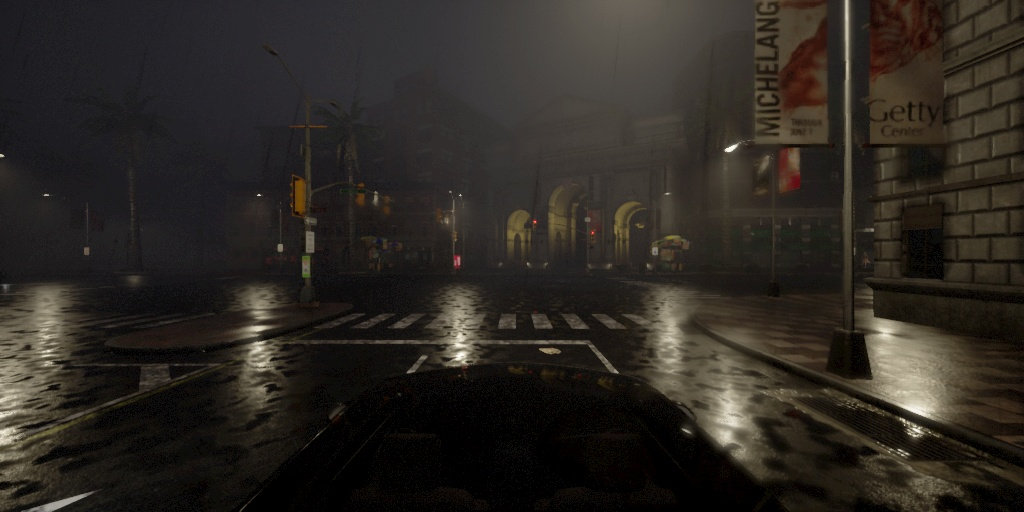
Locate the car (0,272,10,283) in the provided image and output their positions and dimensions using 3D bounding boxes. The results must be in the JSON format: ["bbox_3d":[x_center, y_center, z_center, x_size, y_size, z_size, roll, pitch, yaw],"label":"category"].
[{"bbox_3d":[-38.875,1.351,25.271,4.718,1.301,1.895,0,0,0],"label":"car"}]
